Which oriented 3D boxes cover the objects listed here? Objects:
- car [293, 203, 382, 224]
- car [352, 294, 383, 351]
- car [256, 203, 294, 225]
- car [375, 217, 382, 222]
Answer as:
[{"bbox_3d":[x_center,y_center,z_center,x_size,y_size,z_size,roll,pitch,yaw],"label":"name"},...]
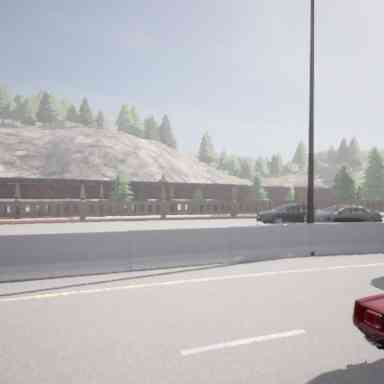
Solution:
[{"bbox_3d":[9.091,1.543,20.269,4.902,1.511,2.128,0,0,-13],"label":"car"},{"bbox_3d":[4.593,1.609,4.294,4.718,1.301,1.895,0,0,-19],"label":"car"},{"bbox_3d":[6.907,1.560,23.313,4.892,1.490,1.837,0,0,-14],"label":"car"},{"bbox_3d":[7.806,1.512,8.902,4.902,1.511,2.128,0,0,-17],"label":"car"}]
